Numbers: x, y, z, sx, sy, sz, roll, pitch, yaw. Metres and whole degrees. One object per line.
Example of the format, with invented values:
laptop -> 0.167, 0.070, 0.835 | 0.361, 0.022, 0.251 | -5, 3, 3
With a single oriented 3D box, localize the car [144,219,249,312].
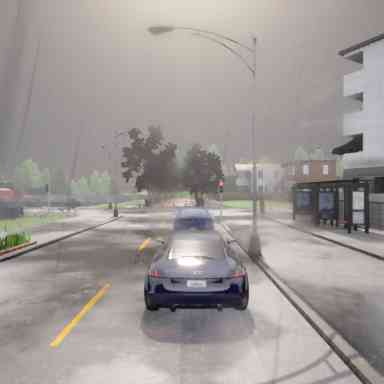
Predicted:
car -> 0.089, 1.564, 7.787 | 1.994, 1.385, 4.181 | 0, 0, 0

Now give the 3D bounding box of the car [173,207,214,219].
car -> 0.079, 1.478, 16.769 | 1.882, 1.535, 5.008 | 0, 0, 0
